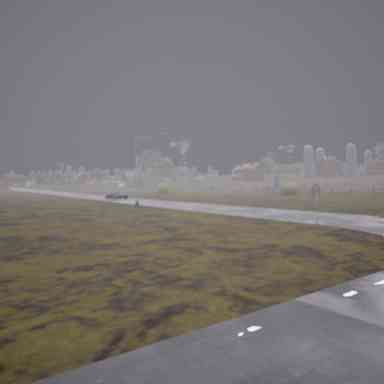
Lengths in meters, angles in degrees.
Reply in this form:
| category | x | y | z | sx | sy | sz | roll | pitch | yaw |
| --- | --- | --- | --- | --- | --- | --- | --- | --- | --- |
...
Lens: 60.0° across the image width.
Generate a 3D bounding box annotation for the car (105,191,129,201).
| category | x | y | z | sx | sy | sz | roll | pitch | yaw |
| --- | --- | --- | --- | --- | --- | --- | --- | --- | --- |
| car | -10.699 | 0.521 | 47.289 | 1.895 | 1.301 | 4.718 | -2 | 2 | -35 |
